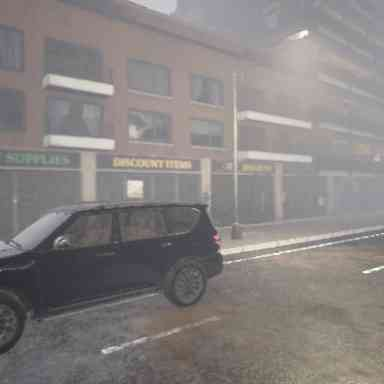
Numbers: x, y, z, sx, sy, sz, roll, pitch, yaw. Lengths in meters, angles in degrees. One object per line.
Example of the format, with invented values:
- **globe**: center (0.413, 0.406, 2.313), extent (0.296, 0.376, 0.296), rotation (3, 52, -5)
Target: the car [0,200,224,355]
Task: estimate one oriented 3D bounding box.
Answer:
- **car**: center (-1.915, 1.221, 6.341), extent (5.566, 2.045, 2.150), rotation (-1, 0, -36)
